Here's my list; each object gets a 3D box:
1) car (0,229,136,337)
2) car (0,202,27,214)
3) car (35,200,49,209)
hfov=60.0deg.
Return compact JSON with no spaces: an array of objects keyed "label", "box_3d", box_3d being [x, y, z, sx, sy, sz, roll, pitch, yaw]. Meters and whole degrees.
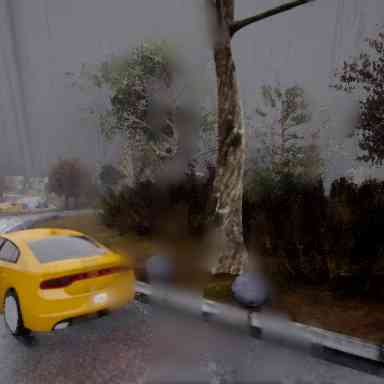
[{"label":"car","box_3d":[-3.224,1.500,6.855,5.008,1.535,1.882,0,0,43]},{"label":"car","box_3d":[-24.597,2.111,44.428,1.882,1.535,5.008,0,-1,-1]},{"label":"car","box_3d":[-27.504,2.183,61.009,2.097,1.767,4.553,0,0,-20]}]
